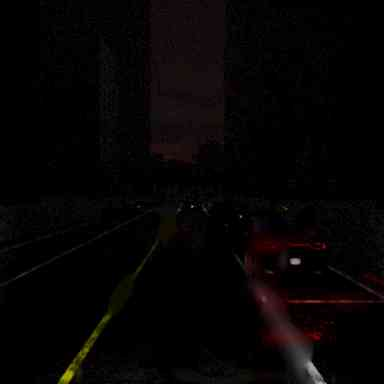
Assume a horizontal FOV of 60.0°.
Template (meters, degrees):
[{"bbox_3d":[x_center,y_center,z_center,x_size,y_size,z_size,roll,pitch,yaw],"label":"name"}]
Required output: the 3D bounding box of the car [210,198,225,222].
[{"bbox_3d":[2.752,1.414,26.786,1.947,1.339,4.313,-1,0,0],"label":"car"}]

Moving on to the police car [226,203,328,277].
[{"bbox_3d":[2.367,1.369,10.200,1.930,1.638,5.238,0,0,0],"label":"police car"}]

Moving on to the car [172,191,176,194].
[{"bbox_3d":[-5.777,0.765,80.245,2.192,1.841,5.009,-1,0,0],"label":"car"}]

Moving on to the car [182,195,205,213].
[{"bbox_3d":[0.041,1.364,34.363,1.994,1.385,4.181,0,0,1],"label":"car"}]

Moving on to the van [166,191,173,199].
[{"bbox_3d":[-5.777,0.741,85.925,1.690,1.788,3.998,-1,1,0],"label":"van"}]

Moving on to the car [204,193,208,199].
[{"bbox_3d":[2.751,1.270,42.563,1.752,1.417,4.829,-1,0,0],"label":"car"}]

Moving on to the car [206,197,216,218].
[{"bbox_3d":[2.752,1.367,31.987,2.008,1.369,4.403,-1,0,0],"label":"car"}]

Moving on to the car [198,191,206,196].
[{"bbox_3d":[2.751,1.023,74.745,1.752,1.417,4.829,-1,1,0],"label":"car"}]

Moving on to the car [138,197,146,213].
[{"bbox_3d":[-5.773,1.401,31.463,1.802,1.307,4.206,-1,0,0],"label":"car"}]

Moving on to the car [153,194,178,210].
[{"bbox_3d":[-3.069,1.311,39.803,2.033,1.411,5.357,0,0,0],"label":"car"}]

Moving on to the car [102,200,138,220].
[{"bbox_3d":[-5.774,1.397,26.086,1.887,1.381,4.507,-1,0,0],"label":"car"}]

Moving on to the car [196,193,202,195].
[{"bbox_3d":[0.032,1.224,46.395,1.837,1.490,4.892,0,1,1],"label":"car"}]

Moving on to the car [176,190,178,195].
[{"bbox_3d":[-5.777,0.663,91.604,2.192,1.841,5.009,-1,1,0],"label":"car"}]

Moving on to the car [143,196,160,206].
[{"bbox_3d":[-5.774,1.275,47.597,1.947,1.339,4.313,-1,0,0],"label":"car"}]

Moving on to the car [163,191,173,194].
[{"bbox_3d":[-5.774,1.081,74.567,1.802,1.307,4.206,-1,0,0],"label":"car"}]

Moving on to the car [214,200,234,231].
[{"bbox_3d":[2.752,1.446,21.582,1.947,1.339,4.313,-1,0,0],"label":"car"}]

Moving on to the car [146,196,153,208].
[{"bbox_3d":[-5.774,1.298,42.218,2.008,1.369,4.403,-1,0,0],"label":"car"}]
